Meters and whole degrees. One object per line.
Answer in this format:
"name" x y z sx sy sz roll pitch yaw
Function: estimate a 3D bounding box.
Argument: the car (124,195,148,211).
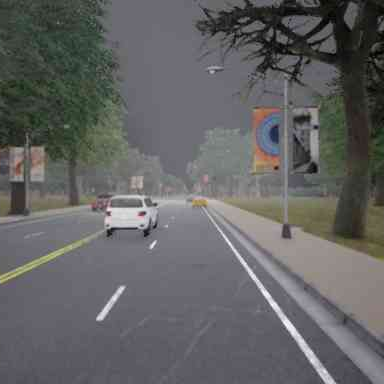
"car" -6.661 1.257 39.994 2.097 1.767 4.553 0 0 0

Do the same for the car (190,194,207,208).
"car" 1.046 1.368 45.291 1.882 1.535 5.008 0 0 0

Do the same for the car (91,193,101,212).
"car" -9.912 1.131 38.516 2.150 2.045 5.566 0 0 0

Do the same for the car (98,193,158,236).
"car" -3.165 1.183 18.242 2.150 2.045 5.566 0 0 0

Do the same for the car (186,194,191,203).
"car" -0.144 1.387 62.679 2.033 1.411 5.357 0 0 0

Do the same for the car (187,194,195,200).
"car" -0.209 1.170 82.259 2.033 1.411 5.357 0 0 0
